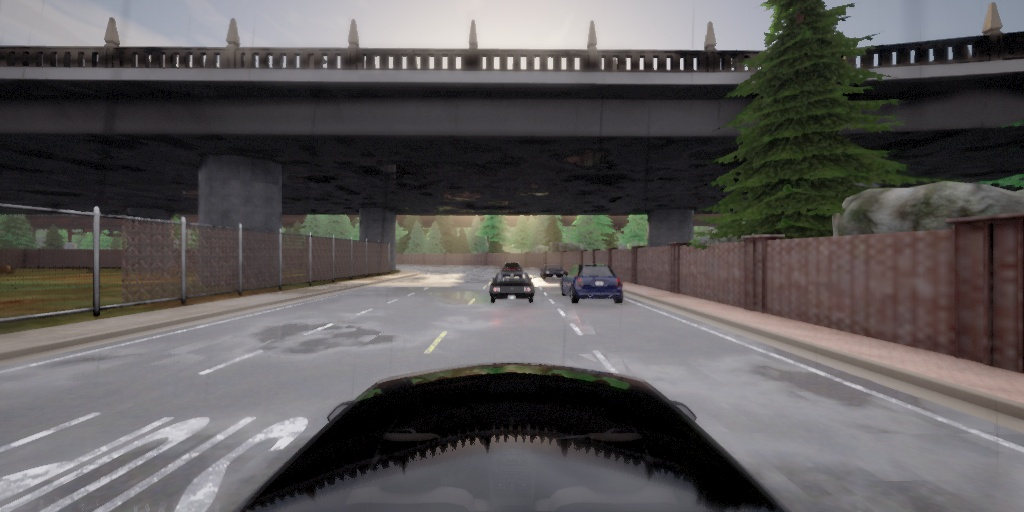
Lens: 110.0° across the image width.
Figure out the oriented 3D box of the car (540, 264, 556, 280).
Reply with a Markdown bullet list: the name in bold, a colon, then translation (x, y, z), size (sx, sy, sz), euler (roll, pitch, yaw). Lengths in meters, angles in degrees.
- **car**: translation (3.500, 1.364, 31.530), size (1.895, 1.301, 4.718), euler (0, 0, 0)

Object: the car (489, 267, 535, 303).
- **car**: translation (0.000, 1.363, 16.530), size (1.895, 1.301, 4.718), euler (0, 0, 0)

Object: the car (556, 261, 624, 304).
- **car**: translation (3.500, 1.113, 16.470), size (2.097, 1.767, 4.553), euler (0, 0, 0)

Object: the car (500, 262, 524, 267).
- **car**: translation (0.000, 1.264, 31.500), size (1.837, 1.490, 4.892), euler (0, 0, 0)
